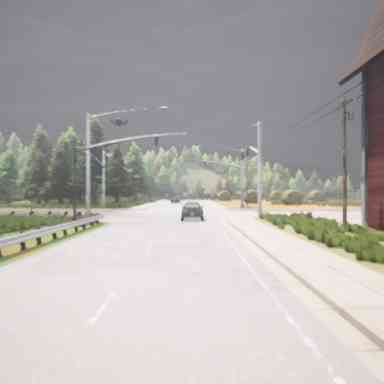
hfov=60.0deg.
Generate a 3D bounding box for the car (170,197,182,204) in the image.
[{"bbox_3d":[-3.499,1.758,69.139,1.895,1.301,4.718,0,0,0],"label":"car"}]

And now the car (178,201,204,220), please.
[{"bbox_3d":[0.052,1.589,28.332,1.812,1.442,4.674,0,0,1],"label":"car"}]

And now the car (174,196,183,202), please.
[{"bbox_3d":[-3.499,1.724,84.958,2.033,1.411,5.357,0,0,0],"label":"car"}]
